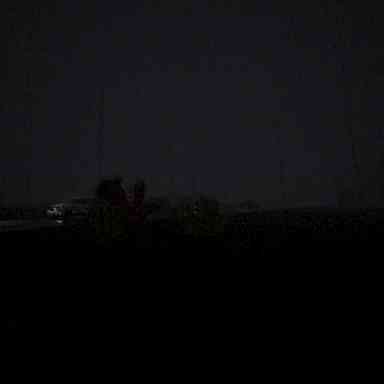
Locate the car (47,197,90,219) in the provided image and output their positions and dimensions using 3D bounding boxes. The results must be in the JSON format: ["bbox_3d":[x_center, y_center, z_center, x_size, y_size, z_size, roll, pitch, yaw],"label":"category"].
[{"bbox_3d":[-10.864,1.474,31.754,2.150,2.045,5.566,-1,-1,36],"label":"car"}]

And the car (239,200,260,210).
[{"bbox_3d":[9.308,2.022,53.556,1.837,1.490,4.892,-1,-1,36],"label":"car"}]

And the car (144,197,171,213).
[{"bbox_3d":[-4.904,1.586,40.037,2.150,2.045,5.566,-1,-1,36],"label":"car"}]

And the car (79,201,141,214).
[{"bbox_3d":[-7.282,1.754,30.604,2.033,1.411,5.357,-1,-1,38],"label":"car"}]
